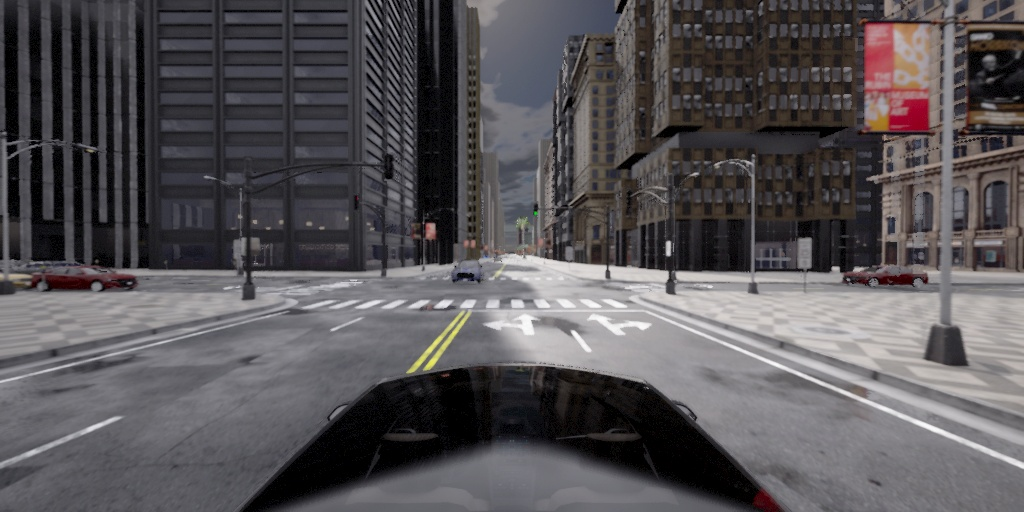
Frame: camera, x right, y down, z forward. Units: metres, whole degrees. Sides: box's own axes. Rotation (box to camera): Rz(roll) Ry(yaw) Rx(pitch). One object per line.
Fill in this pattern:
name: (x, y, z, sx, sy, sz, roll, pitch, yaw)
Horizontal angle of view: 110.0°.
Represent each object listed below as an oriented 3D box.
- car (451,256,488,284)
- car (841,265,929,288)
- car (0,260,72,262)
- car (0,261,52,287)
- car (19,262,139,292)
car: (-3.246, 1.068, 27.173, 2.097, 1.767, 4.553, 1, 0, 0)
car: (26.329, 1.417, 25.406, 5.008, 1.535, 1.882, 0, 1, 0)
car: (-27.625, 1.075, 21.960, 4.902, 1.511, 2.128, 0, 1, 0)
car: (-28.244, 1.130, 19.206, 4.829, 1.417, 1.751, 0, 0, 0)
car: (-22.789, 1.195, 19.239, 4.507, 1.381, 1.888, 0, 0, 0)
